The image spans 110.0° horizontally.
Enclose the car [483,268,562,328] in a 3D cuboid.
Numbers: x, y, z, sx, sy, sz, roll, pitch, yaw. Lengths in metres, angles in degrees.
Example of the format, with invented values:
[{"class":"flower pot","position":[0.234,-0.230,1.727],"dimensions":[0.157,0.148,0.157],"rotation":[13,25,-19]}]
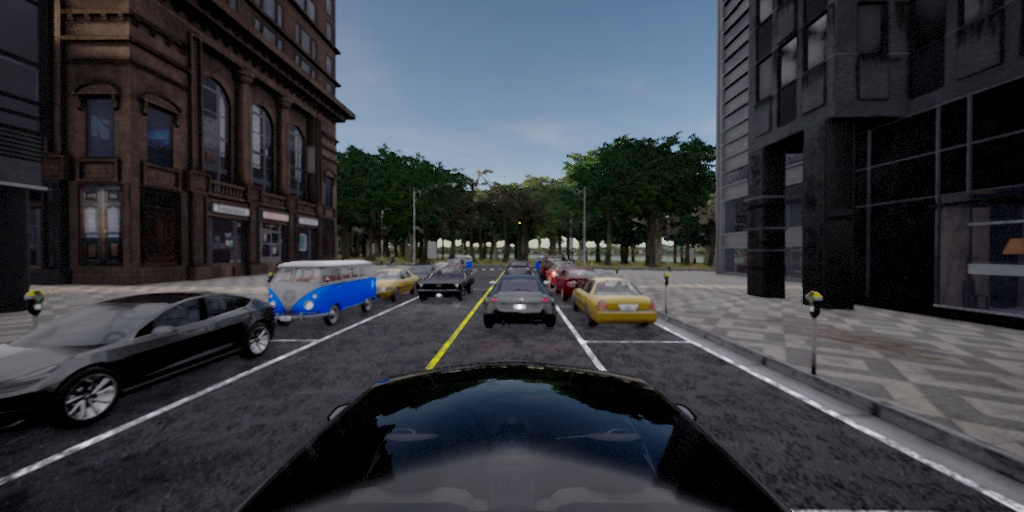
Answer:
[{"class":"car","position":[0.230,1.242,11.084],"dimensions":[1.994,1.385,4.181],"rotation":[0,0,1]}]

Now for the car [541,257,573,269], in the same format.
[{"class":"car","position":[3.064,1.037,21.820],"dimensions":[1.967,1.591,4.097],"rotation":[0,0,1]}]

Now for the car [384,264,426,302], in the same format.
[{"class":"car","position":[-5.550,1.163,16.350],"dimensions":[1.751,1.417,4.829],"rotation":[0,0,1]}]

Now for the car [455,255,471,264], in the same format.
[{"class":"car","position":[-5.287,0.957,32.830],"dimensions":[1.967,1.591,4.097],"rotation":[0,0,1]}]

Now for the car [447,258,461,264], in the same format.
[{"class":"car","position":[-5.376,1.082,27.223],"dimensions":[1.751,1.417,4.829],"rotation":[0,0,1]}]

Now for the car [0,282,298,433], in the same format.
[{"class":"car","position":[-5.720,1.286,5.646],"dimensions":[1.948,1.339,4.313],"rotation":[0,0,1]}]

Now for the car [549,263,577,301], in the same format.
[{"class":"car","position":[2.977,1.183,16.384],"dimensions":[1.888,1.381,4.507],"rotation":[0,0,1]}]

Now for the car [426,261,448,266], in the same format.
[{"class":"car","position":[-5.460,1.163,21.956],"dimensions":[1.948,1.339,4.313],"rotation":[0,0,1]}]

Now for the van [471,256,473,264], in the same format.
[{"class":"van","position":[-5.200,0.818,38.267],"dimensions":[1.690,1.789,3.998],"rotation":[0,0,1]}]

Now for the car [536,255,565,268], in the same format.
[{"class":"car","position":[3.151,0.872,27.257],"dimensions":[2.192,1.841,5.009],"rotation":[0,0,1]}]

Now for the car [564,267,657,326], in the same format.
[{"class":"car","position":[2.893,1.204,11.117],"dimensions":[1.751,1.417,4.829],"rotation":[0,0,1]}]

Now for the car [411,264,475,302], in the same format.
[{"class":"car","position":[-2.882,1.239,16.461],"dimensions":[1.895,1.301,4.718],"rotation":[0,0,1]}]

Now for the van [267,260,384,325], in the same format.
[{"class":"van","position":[-5.633,1.019,11.083],"dimensions":[1.690,1.789,3.998],"rotation":[0,0,1]}]

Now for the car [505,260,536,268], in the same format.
[{"class":"car","position":[0.490,1.048,27.403],"dimensions":[2.128,1.511,4.902],"rotation":[0,0,1]}]
